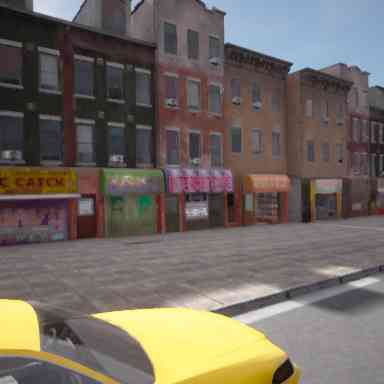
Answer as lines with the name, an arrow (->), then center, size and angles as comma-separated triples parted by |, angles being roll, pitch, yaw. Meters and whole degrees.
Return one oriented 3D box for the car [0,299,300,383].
car -> -1.479, 1.450, 2.225 | 5.366, 1.575, 1.801 | 0, 0, -35
